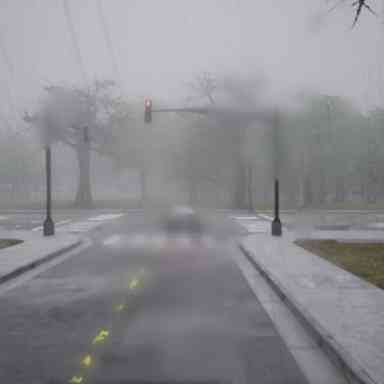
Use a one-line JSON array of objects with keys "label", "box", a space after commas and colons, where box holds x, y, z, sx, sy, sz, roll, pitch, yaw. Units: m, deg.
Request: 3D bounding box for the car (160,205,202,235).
[{"label": "car", "box": [-0.679, 1.456, 18.220, 1.812, 1.442, 4.674, 0, 0, -10]}]
